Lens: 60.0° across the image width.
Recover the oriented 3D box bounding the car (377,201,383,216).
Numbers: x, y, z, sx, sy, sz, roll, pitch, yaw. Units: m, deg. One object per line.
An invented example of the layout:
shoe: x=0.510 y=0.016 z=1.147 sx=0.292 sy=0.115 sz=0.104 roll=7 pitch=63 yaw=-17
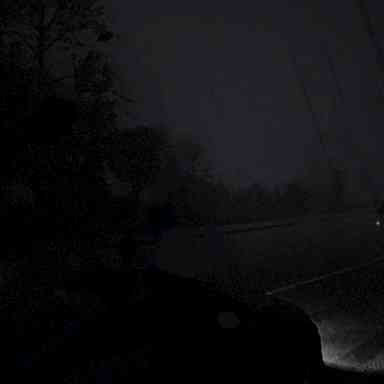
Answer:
car: x=19.059 y=1.455 z=31.592 sx=1.882 sy=1.535 sz=5.008 roll=0 pitch=0 yaw=40

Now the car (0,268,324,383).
car: x=-0.482 y=1.569 z=3.560 sx=4.181 sy=1.385 sz=1.994 roll=0 pitch=0 yaw=-36
